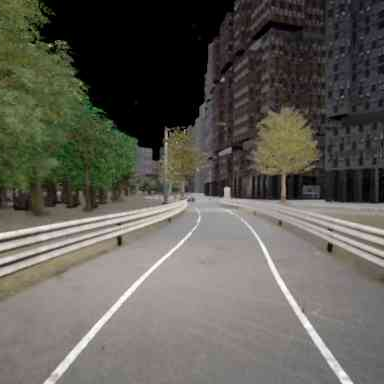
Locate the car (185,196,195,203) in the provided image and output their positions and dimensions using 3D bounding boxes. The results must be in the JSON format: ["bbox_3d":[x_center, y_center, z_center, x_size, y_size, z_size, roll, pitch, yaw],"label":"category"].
[{"bbox_3d":[-0.658,1.473,68.083,1.812,1.442,4.674,0,0,-13],"label":"car"}]
